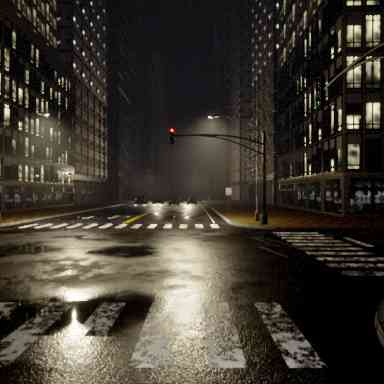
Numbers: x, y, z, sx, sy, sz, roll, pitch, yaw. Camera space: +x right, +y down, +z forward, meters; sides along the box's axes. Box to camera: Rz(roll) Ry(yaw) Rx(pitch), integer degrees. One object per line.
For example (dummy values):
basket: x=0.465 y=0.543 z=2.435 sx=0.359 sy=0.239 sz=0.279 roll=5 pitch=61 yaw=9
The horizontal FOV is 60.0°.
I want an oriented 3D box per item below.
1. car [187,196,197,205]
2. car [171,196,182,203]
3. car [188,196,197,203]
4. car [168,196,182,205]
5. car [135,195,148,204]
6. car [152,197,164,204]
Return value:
car: x=0.024 y=1.645 z=60.100 sx=2.033 sy=1.411 sz=5.357 roll=0 pitch=0 yaw=0
car: x=-3.222 y=1.519 z=70.103 sx=1.994 sy=1.385 sz=4.181 roll=0 pitch=0 yaw=0
car: x=0.029 y=1.580 z=70.548 sx=1.895 sy=1.301 sz=4.718 roll=0 pitch=0 yaw=0
car: x=-3.226 y=1.644 z=59.684 sx=2.033 sy=1.411 sz=5.357 roll=0 pitch=0 yaw=0
car: x=-9.724 y=1.465 z=64.302 sx=2.097 sy=1.767 sz=4.553 roll=0 pitch=0 yaw=0
car: x=-6.474 y=1.677 z=64.271 sx=1.994 sy=1.385 sz=4.181 roll=0 pitch=0 yaw=0
